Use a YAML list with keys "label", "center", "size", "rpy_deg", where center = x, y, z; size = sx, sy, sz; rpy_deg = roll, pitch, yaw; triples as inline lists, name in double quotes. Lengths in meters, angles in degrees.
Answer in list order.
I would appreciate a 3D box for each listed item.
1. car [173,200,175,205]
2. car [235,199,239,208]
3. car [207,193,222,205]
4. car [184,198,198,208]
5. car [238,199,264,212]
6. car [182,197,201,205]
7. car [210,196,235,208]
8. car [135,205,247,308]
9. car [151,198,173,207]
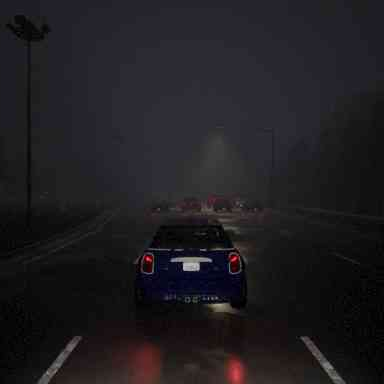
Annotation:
- label: "car"
  center: [-3.604, 1.564, 48.379]
  size: [1.994, 1.385, 4.181]
  rpy_deg: [0, 0, 0]
- label: "car"
  center: [6.896, 1.601, 48.380]
  size: [1.895, 1.301, 4.718]
  rpy_deg: [0, 0, 0]
- label: "car"
  center: [3.396, 1.221, 48.359]
  size: [2.150, 2.045, 5.566]
  rpy_deg: [0, 0, 0]
- label: "car"
  center: [-0.104, 1.601, 48.382]
  size: [1.895, 1.301, 4.718]
  rpy_deg: [0, 0, 0]
- label: "car"
  center: [6.917, 1.601, 38.348]
  size: [1.895, 1.301, 4.718]
  rpy_deg: [0, 0, 0]
- label: "car"
  center: [-0.083, 1.352, 38.273]
  size: [2.097, 1.767, 4.553]
  rpy_deg: [0, 0, 0]
- label: "car"
  center: [3.418, 1.505, 37.894]
  size: [1.837, 1.490, 4.892]
  rpy_deg: [0, 0, 0]
- label: "car"
  center: [-0.018, 1.352, 8.062]
  size: [2.097, 1.767, 4.553]
  rpy_deg: [0, 0, 0]
- label: "car"
  center: [-3.583, 1.601, 38.326]
  size: [1.895, 1.301, 4.718]
  rpy_deg: [0, 0, 0]
